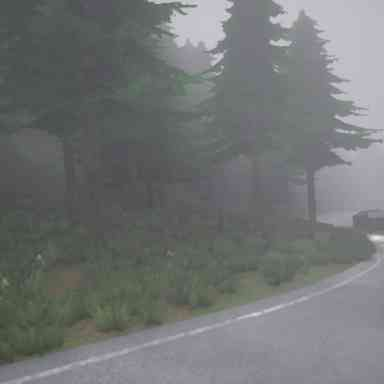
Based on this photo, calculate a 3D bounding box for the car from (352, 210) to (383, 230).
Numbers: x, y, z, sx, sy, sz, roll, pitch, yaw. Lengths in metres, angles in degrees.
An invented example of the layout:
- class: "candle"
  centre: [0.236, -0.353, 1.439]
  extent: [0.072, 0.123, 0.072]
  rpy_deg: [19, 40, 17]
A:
- class: "car"
  centre: [13.267, 2.056, 24.162]
  extent: [1.882, 1.535, 5.008]
  rpy_deg: [-3, -3, 8]
